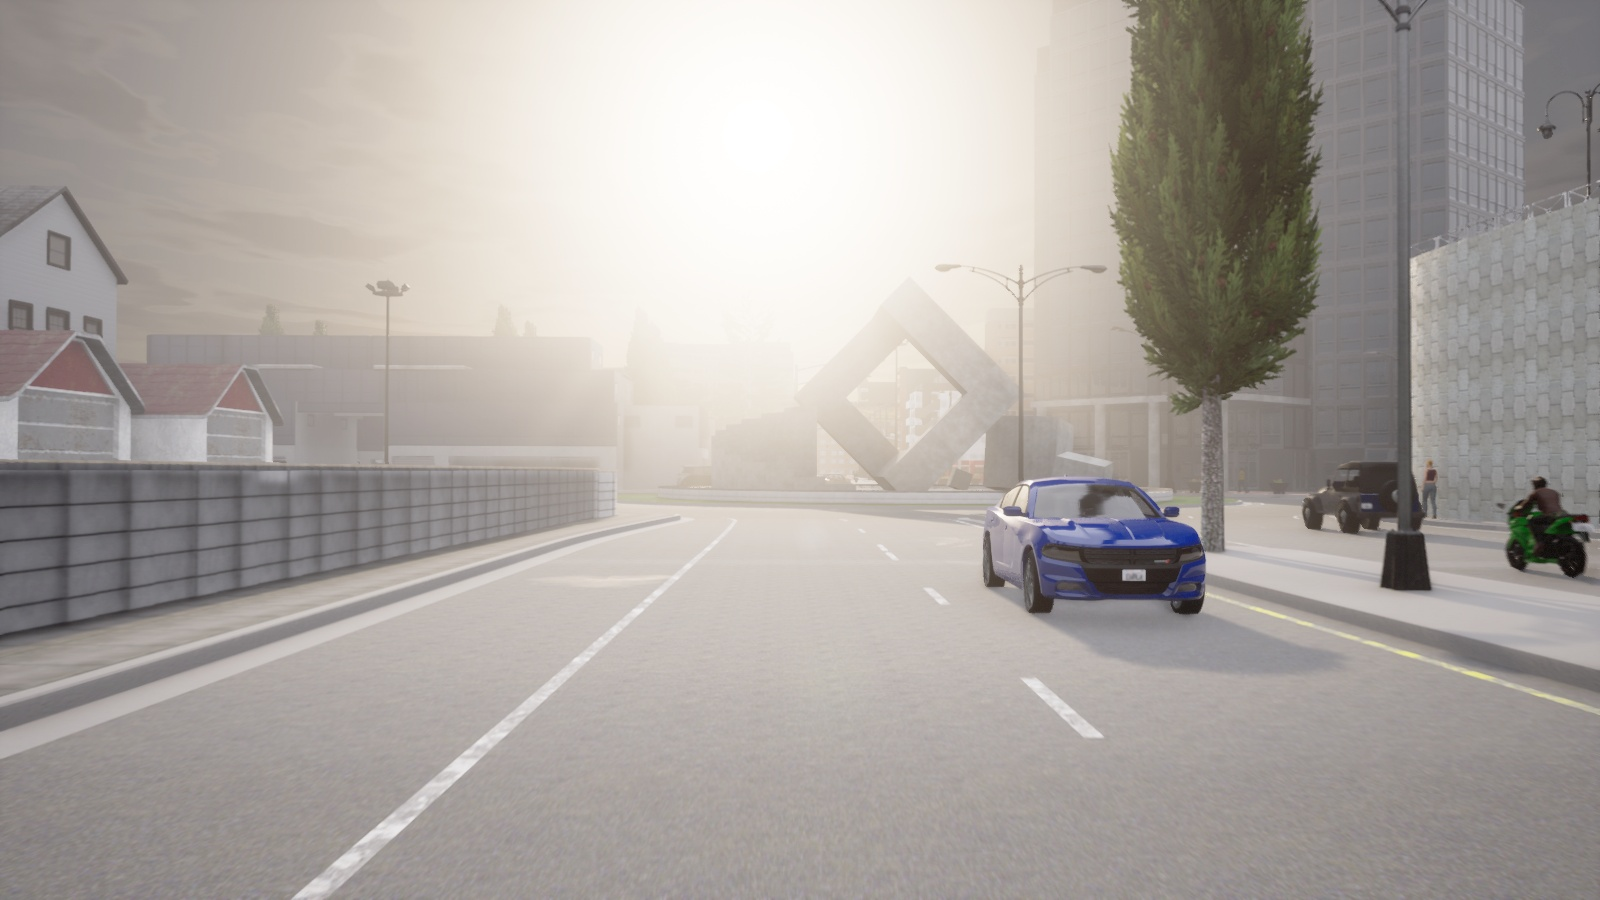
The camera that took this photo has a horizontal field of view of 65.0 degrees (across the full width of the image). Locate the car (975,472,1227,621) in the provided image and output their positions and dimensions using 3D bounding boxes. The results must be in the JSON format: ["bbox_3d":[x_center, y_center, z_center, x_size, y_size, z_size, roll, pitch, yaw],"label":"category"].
[{"bbox_3d":[3.461,1.038,15.483,1.882,1.535,5.008,0,-1,0],"label":"car"}]

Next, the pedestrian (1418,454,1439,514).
[{"bbox_3d":[19.392,1.041,38.736,0.345,1.836,0.594,0,-1,1],"label":"pedestrian"}]

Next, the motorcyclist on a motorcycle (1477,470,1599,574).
[{"bbox_3d":[11.454,1.077,19.472,0.797,1.523,2.044,0,-1,0],"label":"motorcyclist on a motorcycle"}]

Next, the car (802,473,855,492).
[{"bbox_3d":[2.221,2.457,95.787,2.033,1.411,5.357,-1,-1,25],"label":"car"}]

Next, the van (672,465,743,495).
[{"bbox_3d":[-6.197,1.999,84.070,4.442,1.987,1.775,0,-1,-36],"label":"van"}]

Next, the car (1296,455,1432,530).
[{"bbox_3d":[14.940,1.112,33.505,1.905,1.878,3.866,0,-1,0],"label":"car"}]
